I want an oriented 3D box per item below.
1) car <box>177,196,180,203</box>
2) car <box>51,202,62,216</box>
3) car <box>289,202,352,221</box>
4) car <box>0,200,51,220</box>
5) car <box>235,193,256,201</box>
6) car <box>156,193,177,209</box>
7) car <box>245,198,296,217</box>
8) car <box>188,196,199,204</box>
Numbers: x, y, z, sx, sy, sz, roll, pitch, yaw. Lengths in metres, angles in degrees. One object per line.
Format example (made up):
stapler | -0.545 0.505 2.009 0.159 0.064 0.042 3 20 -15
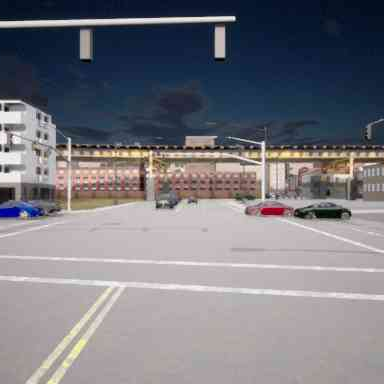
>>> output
car | -3.640 1.221 56.315 2.150 2.045 5.566 0 0 0
car | -14.598 1.491 30.803 4.902 1.511 2.128 0 0 1
car | 10.211 1.504 26.108 4.181 1.385 1.994 0 0 -1
car | -14.723 1.476 27.305 5.008 1.535 1.882 0 0 1
car | 13.436 1.224 84.038 5.566 2.045 2.150 0 0 -24
car | -3.631 1.221 45.559 2.150 2.045 5.566 0 0 1
car | 6.878 1.513 29.807 4.181 1.385 1.994 0 0 2
car | 0.258 1.547 65.962 2.033 1.411 5.357 0 0 4
